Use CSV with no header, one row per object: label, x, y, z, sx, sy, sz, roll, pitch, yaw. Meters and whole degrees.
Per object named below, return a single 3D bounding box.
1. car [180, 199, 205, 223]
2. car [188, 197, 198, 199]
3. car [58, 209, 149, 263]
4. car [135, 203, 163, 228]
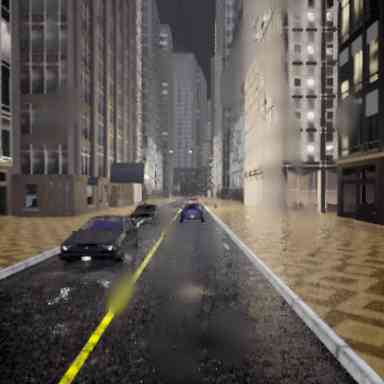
car,0.037,1.573,26.161,1.812,1.442,4.674,0,0,0
car,0.095,1.445,44.446,2.097,1.767,4.553,0,0,0
car,-3.090,1.569,12.400,2.033,1.411,5.357,0,0,0
car,-3.008,1.548,22.469,1.837,1.490,4.892,0,-1,0
